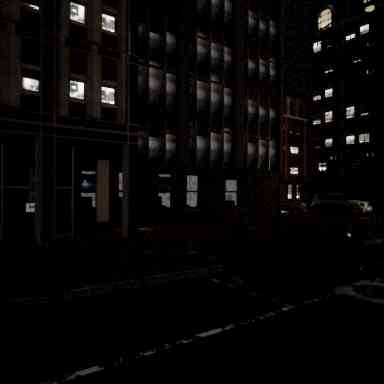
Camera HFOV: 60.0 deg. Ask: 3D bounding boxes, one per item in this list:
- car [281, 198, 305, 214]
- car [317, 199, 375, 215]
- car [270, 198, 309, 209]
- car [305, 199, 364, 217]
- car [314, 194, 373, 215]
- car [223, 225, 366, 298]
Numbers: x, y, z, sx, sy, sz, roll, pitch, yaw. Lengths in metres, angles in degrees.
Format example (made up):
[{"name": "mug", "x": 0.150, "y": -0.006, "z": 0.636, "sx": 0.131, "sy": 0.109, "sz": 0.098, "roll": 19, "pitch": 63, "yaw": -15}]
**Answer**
[{"name": "car", "x": 9.643, "y": 1.466, "z": 34.662, "sx": 1.752, "sy": 1.417, "sz": 4.829, "roll": 0, "pitch": 0, "yaw": -36}, {"name": "car", "x": 16.173, "y": 1.522, "z": 35.267, "sx": 2.033, "sy": 1.411, "sz": 5.357, "roll": 0, "pitch": 0, "yaw": -34}, {"name": "car", "x": 12.951, "y": 1.498, "z": 44.425, "sx": 1.752, "sy": 1.417, "sz": 4.829, "roll": 0, "pitch": 0, "yaw": -36}, {"name": "car", "x": 12.845, "y": 1.533, "z": 30.199, "sx": 1.802, "sy": 1.307, "sz": 4.206, "roll": 0, "pitch": 0, "yaw": -36}, {"name": "car", "x": 14.420, "y": 1.183, "z": 32.445, "sx": 2.150, "sy": 2.045, "sz": 5.566, "roll": 0, "pitch": 0, "yaw": -36}, {"name": "car", "x": 2.771, "y": 1.567, "z": 8.535, "sx": 4.313, "sy": 1.339, "sz": 1.947, "roll": 0, "pitch": 0, "yaw": -36}]
